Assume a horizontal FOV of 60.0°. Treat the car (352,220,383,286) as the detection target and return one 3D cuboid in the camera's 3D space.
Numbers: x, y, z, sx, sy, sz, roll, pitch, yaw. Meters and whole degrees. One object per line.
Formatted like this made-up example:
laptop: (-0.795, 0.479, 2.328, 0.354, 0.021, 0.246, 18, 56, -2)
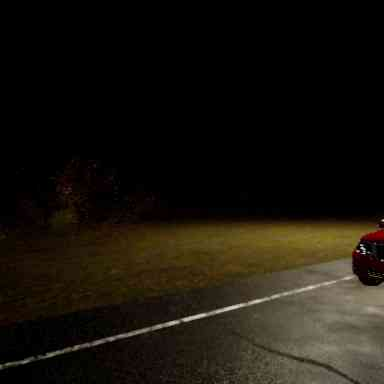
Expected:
car: (6.455, 1.330, 8.598, 5.566, 2.045, 2.150, 1, 0, -36)
